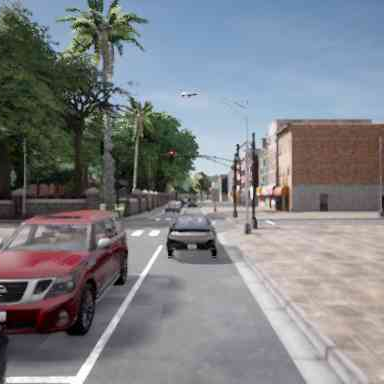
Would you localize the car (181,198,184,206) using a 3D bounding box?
[{"bbox_3d":[-2.629,2.064,50.848,1.967,1.590,4.097,0,-1,0],"label":"car"}]

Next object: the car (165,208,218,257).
[{"bbox_3d":[0.017,1.637,13.520,2.128,1.511,4.902,0,0,0],"label":"car"}]

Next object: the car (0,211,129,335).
[{"bbox_3d":[-2.637,1.388,7.016,2.192,1.841,5.009,0,-1,0],"label":"car"}]

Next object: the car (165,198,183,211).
[{"bbox_3d":[-2.631,1.984,45.161,1.967,1.590,4.097,0,-1,0],"label":"car"}]

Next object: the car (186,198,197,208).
[{"bbox_3d":[0.030,2.446,65.584,1.895,1.301,4.718,0,-1,0],"label":"car"}]

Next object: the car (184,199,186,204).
[{"bbox_3d":[-2.627,2.375,62.223,1.802,1.307,4.206,0,-1,0],"label":"car"}]

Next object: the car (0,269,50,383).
[{"bbox_3d":[-2.638,1.568,1.550,2.008,1.369,4.403,0,-1,0],"label":"car"}]
